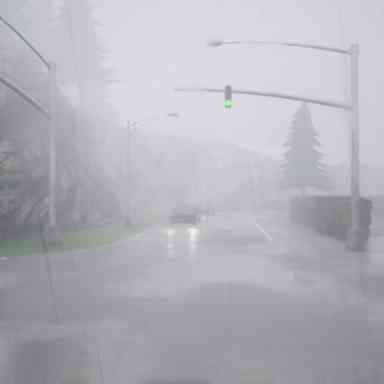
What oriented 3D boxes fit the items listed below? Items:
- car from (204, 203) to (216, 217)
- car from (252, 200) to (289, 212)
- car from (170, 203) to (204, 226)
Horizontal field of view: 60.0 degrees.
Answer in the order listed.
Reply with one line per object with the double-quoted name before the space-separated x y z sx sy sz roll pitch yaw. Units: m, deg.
"car" 1.151 1.831 35.306 1.994 1.385 4.181 0 0 18
"car" 10.220 1.802 43.413 4.892 1.490 1.837 -1 0 -11
"car" -0.454 1.675 25.475 1.882 1.535 5.008 0 0 7
